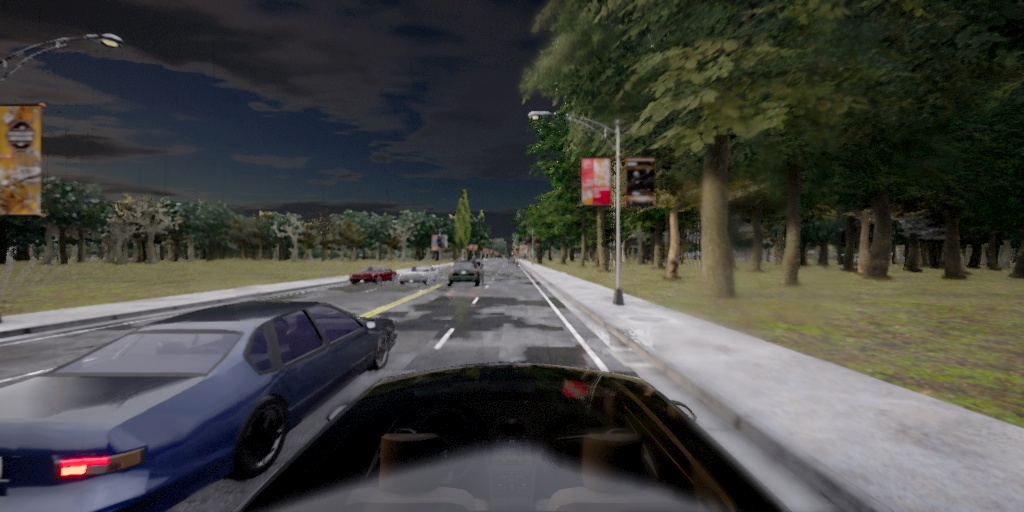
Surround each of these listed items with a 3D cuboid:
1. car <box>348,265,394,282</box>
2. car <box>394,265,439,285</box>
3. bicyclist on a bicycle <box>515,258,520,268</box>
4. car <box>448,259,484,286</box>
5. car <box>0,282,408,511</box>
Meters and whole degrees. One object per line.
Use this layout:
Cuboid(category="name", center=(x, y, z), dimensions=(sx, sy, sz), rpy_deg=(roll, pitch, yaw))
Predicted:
Cuboid(category="car", center=(-9.848, 1.340, 25.732), dimensions=(1.895, 1.301, 4.718), rpy_deg=(0, 0, 0))
Cuboid(category="car", center=(-6.598, 1.340, 25.731), dimensions=(1.895, 1.301, 4.718), rpy_deg=(0, 0, 0))
Cuboid(category="bicyclist on a bicycle", center=(0.885, 1.179, 58.650), dimensions=(0.866, 1.612, 1.509), rpy_deg=(0, -1, 0))
Cuboid(category="car", center=(-3.150, 1.091, 25.384), dimensions=(2.097, 1.767, 4.553), rpy_deg=(0, 0, 0))
Cuboid(category="car", center=(-3.152, 1.296, 4.625), dimensions=(2.033, 1.411, 5.357), rpy_deg=(0, 0, 0))
